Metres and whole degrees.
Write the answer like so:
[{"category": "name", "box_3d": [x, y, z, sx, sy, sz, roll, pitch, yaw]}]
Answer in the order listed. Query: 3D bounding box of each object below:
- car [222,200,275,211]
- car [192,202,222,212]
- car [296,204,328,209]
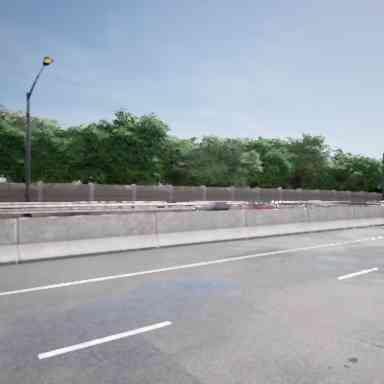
[{"category": "car", "box_3d": [5.263, 1.507, 29.191, 4.553, 1.767, 2.097, 1, 0, -35]}, {"category": "car", "box_3d": [2.187, 1.667, 31.311, 4.674, 1.442, 1.812, 1, -1, -35]}, {"category": "car", "box_3d": [10.122, 1.745, 28.320, 5.357, 1.411, 2.033, 1, -1, -35]}]
